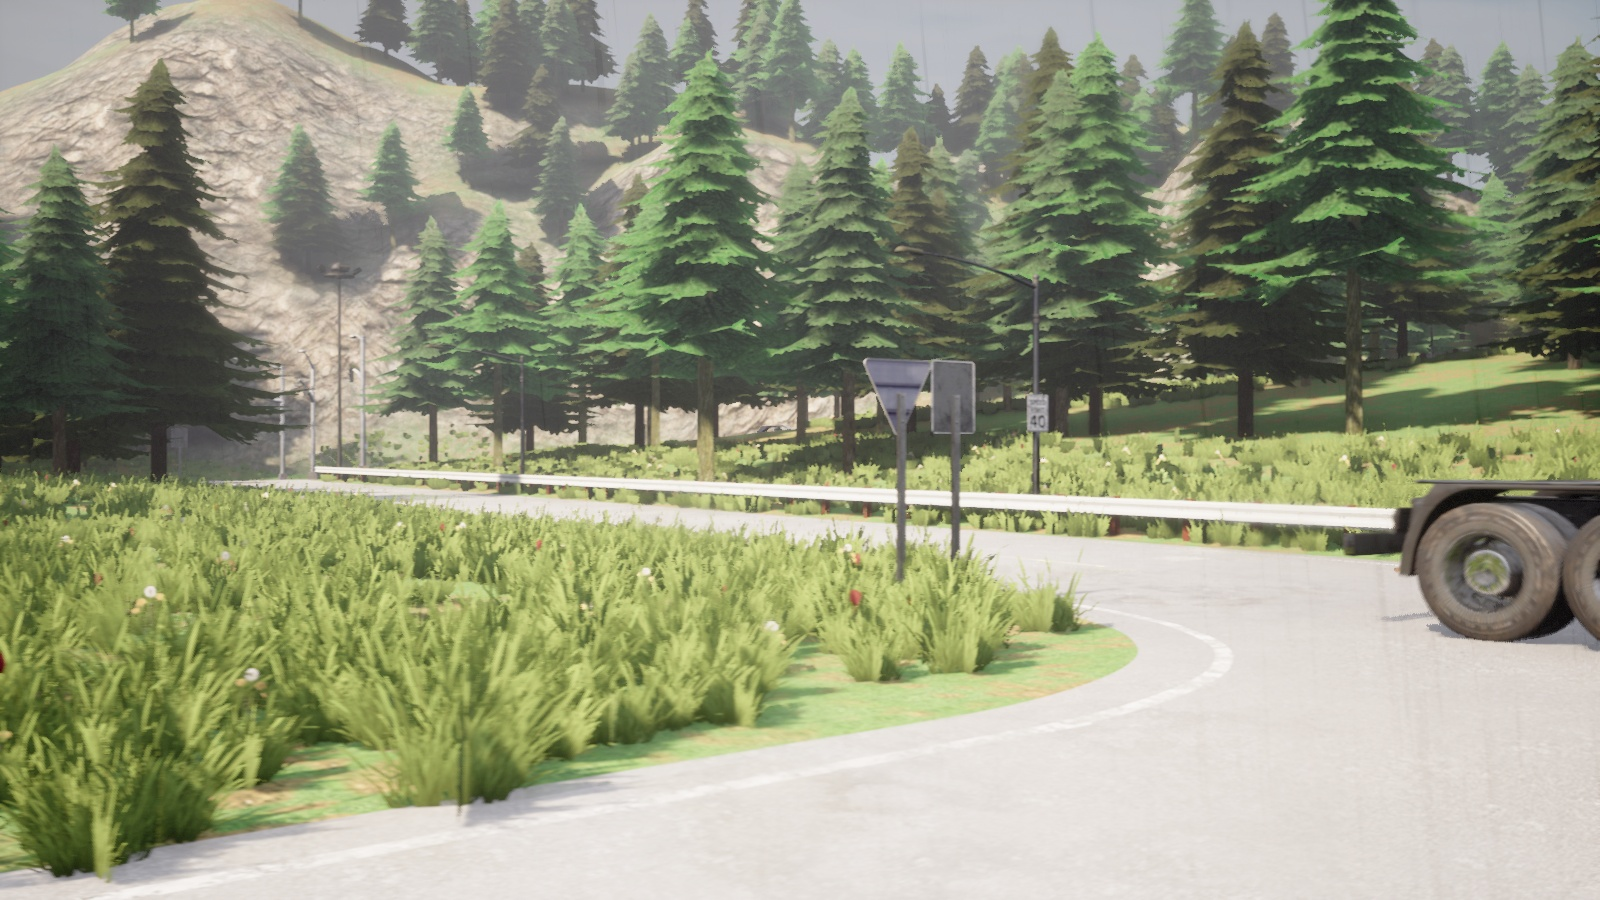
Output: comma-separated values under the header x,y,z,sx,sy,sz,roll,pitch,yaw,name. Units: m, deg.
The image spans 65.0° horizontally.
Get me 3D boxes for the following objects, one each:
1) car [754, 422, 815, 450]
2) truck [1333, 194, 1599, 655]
x,y,z,sx,sy,sz,roll,pitch,yaw,name
-1.027,-0.921,83.359,3.633,1.501,1.845,-5,-1,12,car
8.218,-0.199,8.782,2.891,3.462,7.936,1,-1,-35,truck
